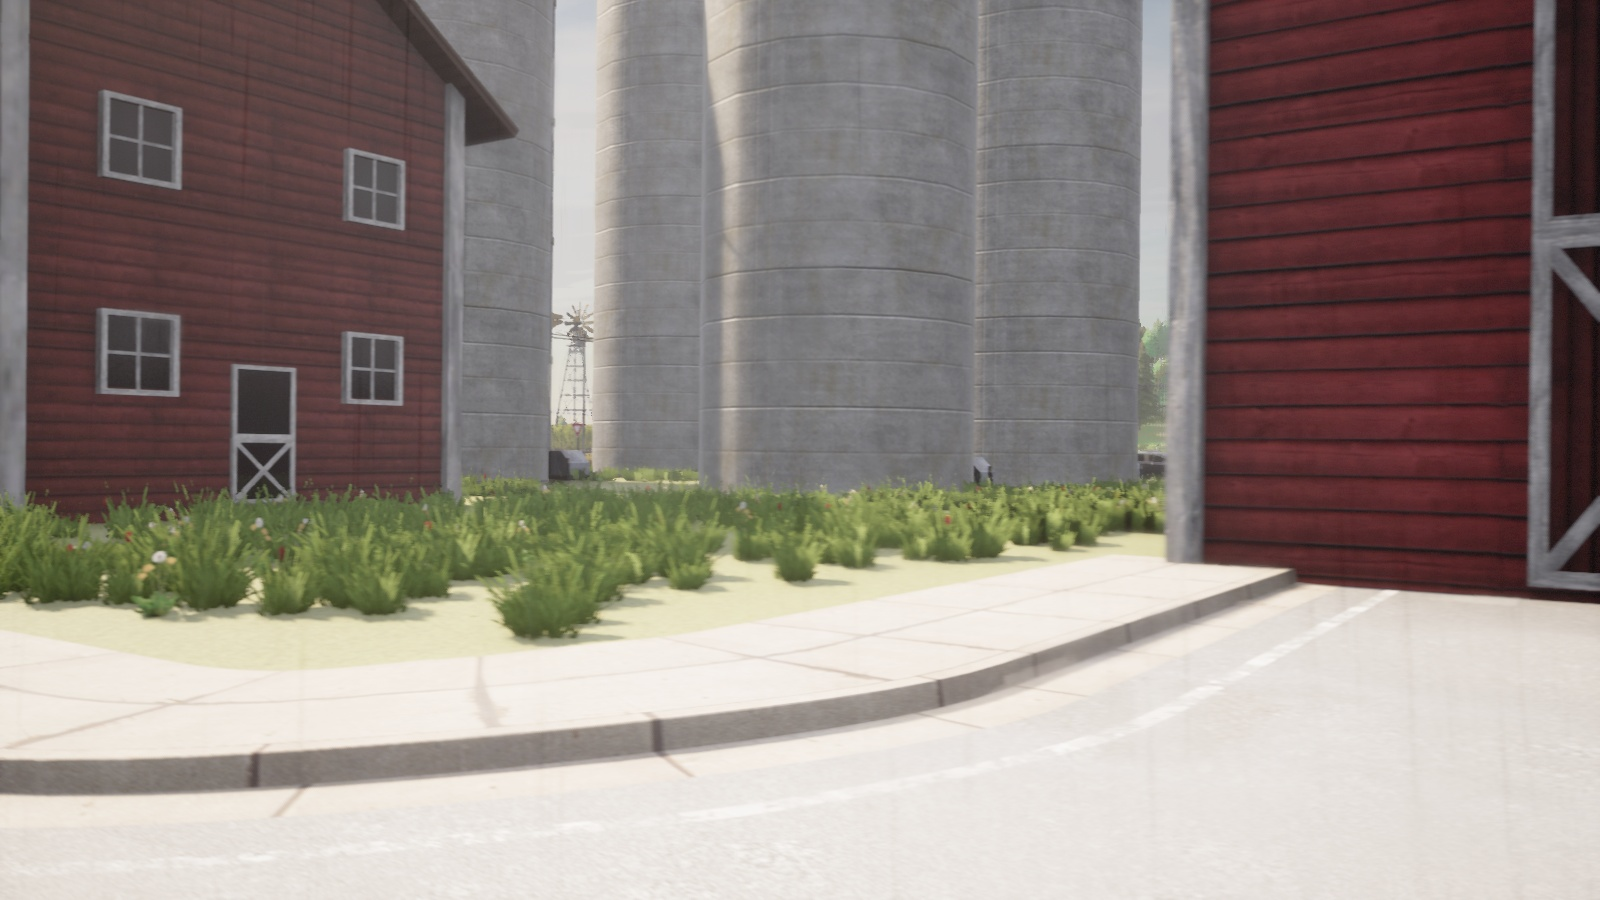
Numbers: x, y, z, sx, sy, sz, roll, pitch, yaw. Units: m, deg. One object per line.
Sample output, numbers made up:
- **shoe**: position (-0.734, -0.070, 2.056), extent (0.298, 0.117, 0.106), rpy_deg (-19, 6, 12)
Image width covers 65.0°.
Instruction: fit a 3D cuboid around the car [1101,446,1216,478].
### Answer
- **car**: position (16.953, 0.559, 59.474), extent (4.892, 1.490, 1.837), rpy_deg (0, 0, 34)
